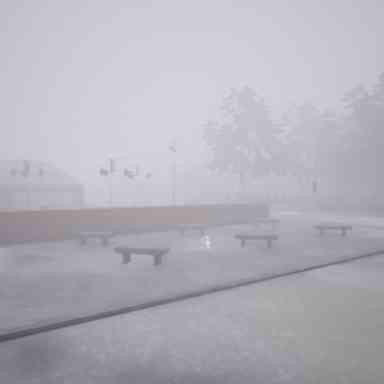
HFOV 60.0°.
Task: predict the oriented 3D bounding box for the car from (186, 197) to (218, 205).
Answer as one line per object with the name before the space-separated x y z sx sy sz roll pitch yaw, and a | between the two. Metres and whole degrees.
car | 1.151 1.390 38.522 1.837 1.490 4.892 0 0 -35
